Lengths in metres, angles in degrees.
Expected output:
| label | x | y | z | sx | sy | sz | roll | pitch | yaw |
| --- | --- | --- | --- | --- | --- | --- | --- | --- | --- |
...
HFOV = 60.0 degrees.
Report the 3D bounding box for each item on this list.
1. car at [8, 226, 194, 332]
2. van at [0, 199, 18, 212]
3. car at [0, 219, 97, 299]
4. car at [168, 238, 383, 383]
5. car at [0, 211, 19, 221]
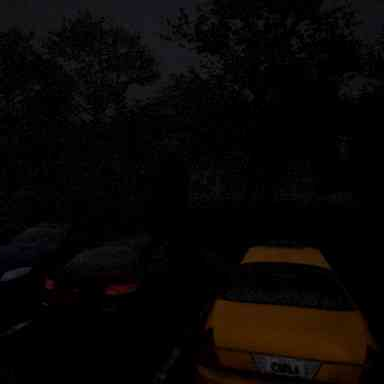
| label | x | y | z | sx | sy | sz | roll | pitch | yaw |
| --- | --- | --- | --- | --- | --- | --- | --- | --- | --- |
| car | -1.040 | 1.517 | 6.796 | 2.002 | 1.452 | 4.674 | 0 | -1 | 15 |
| van | -8.354 | 1.224 | 11.739 | 1.878 | 1.987 | 4.442 | 1 | 0 | 14 |
| car | -3.465 | 1.509 | 8.471 | 2.002 | 1.452 | 4.674 | 1 | 0 | 15 |
| car | 1.445 | 1.483 | 5.274 | 1.946 | 1.575 | 5.366 | 0 | -1 | 15 |
| car | -5.883 | 1.500 | 10.169 | 2.002 | 1.452 | 4.674 | 0 | -1 | 14 |
